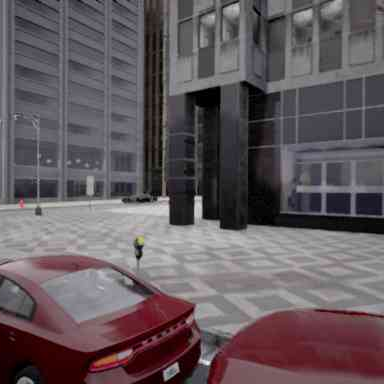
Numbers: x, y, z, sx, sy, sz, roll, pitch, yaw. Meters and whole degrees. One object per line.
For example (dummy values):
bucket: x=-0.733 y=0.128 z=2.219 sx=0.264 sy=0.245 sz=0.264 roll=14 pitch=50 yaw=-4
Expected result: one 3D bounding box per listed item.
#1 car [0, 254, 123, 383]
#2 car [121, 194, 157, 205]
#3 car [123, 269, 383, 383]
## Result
car: x=-2.010 y=1.520 z=4.394 sx=4.507 sy=1.381 sz=1.887 roll=0 pitch=0 yaw=35
car: x=-6.575 y=0.883 z=41.689 sx=1.895 sy=1.301 sz=4.718 roll=1 pitch=1 yaw=36
car: x=2.297 y=1.323 z=1.322 sx=5.009 sy=1.841 sz=2.192 roll=0 pitch=0 yaw=35
